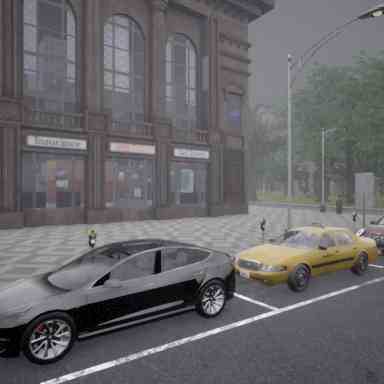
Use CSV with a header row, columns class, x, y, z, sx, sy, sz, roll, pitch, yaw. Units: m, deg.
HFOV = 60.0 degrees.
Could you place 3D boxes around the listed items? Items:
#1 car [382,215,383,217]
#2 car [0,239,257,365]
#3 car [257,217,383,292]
class,x,y,z,sx,sy,sz,roll,pitch,yaw
car,7.712,1.441,12.163,4.097,1.590,1.967,0,0,-36
car,-1.136,1.566,5.841,4.313,1.339,1.947,0,0,-36
car,3.150,1.526,8.903,4.829,1.417,1.752,0,0,-36
